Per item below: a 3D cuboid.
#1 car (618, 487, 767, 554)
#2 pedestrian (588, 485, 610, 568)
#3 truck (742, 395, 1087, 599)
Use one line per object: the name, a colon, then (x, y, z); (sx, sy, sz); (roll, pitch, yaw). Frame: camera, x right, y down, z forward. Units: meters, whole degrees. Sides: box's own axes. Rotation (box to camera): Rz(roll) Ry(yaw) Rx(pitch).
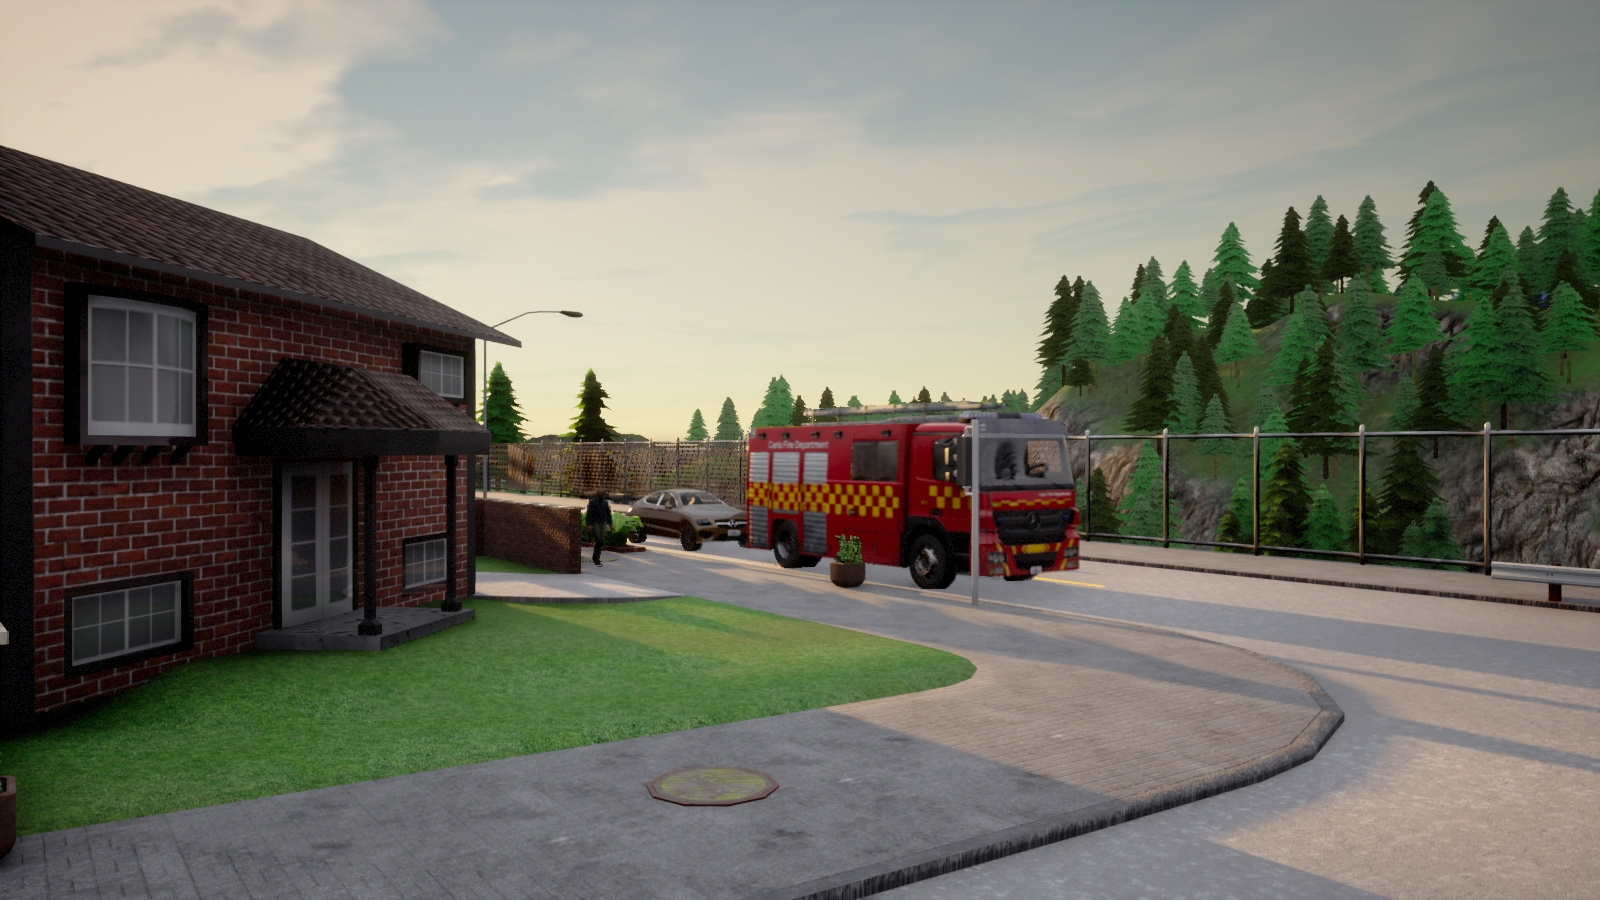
car: (-3.251, 1.993, 33.483); (2.152, 1.651, 5.027); (0, 0, -35)
pedestrian: (-4.611, 1.745, 26.177); (0.375, 1.860, 0.375); (0, 0, -35)
truck: (2.175, 0.891, 25.718); (2.891, 3.827, 8.468); (0, 0, -35)
